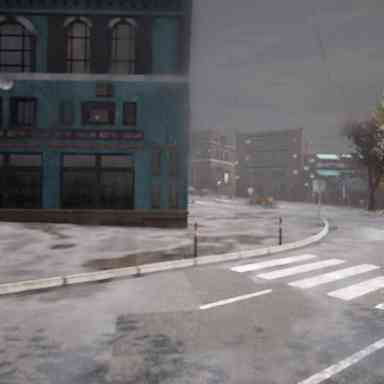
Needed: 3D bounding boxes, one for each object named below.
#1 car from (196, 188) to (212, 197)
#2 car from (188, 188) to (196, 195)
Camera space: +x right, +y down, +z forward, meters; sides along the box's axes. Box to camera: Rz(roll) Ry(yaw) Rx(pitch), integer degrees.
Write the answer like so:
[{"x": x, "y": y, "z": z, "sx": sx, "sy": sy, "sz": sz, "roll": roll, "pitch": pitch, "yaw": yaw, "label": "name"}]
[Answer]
[{"x": 2.866, "y": 0.132, "z": 68.634, "sx": 2.231, "sy": 1.521, "sz": 4.892, "roll": 6, "pitch": 2, "yaw": 11, "label": "car"}, {"x": 0.284, "y": -0.133, "z": 70.220, "sx": 2.002, "sy": 1.452, "sz": 4.674, "roll": 6, "pitch": 2, "yaw": 11, "label": "car"}]
